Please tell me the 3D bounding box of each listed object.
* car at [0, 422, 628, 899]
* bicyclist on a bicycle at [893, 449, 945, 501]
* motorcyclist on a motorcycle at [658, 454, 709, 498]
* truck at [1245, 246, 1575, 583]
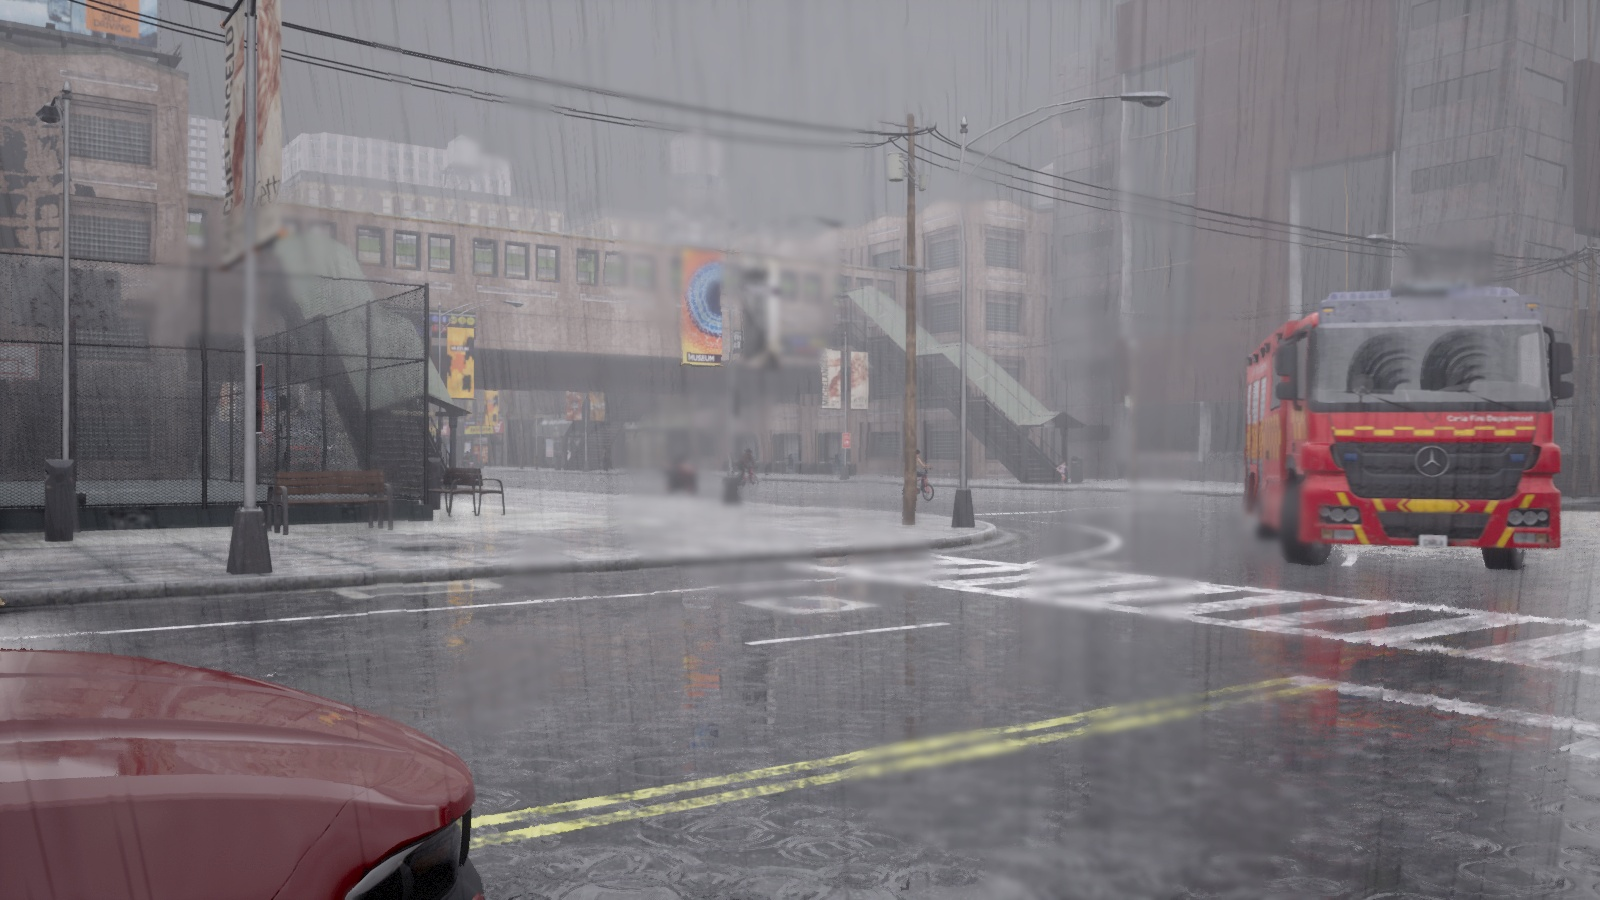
[{"bbox_3d":[-2.898,0.733,1.605,5.008,1.535,1.882,0,0,-36],"label":"car"},{"bbox_3d":[3.733,0.770,39.578,0.866,1.612,1.509,0,0,-35],"label":"bicyclist on a bicycle"},{"bbox_3d":[-4.173,0.898,44.852,0.866,1.530,2.191,0,0,-35],"label":"motorcyclist on a motorcycle"},{"bbox_3d":[8.514,-0.392,18.735,2.891,3.827,8.468,0,0,15],"label":"truck"}]
